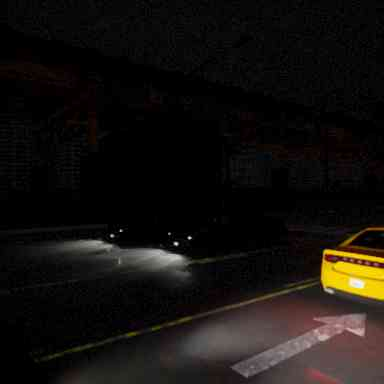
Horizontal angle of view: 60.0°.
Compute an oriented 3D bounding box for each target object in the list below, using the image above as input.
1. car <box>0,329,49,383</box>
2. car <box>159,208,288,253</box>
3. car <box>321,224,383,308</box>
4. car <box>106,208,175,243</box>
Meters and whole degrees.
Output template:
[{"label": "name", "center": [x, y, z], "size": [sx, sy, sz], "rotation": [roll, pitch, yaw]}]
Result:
[{"label": "car", "center": [-3.146, 1.614, 1.508], "size": [4.718, 1.301, 1.895], "rotation": [-1, 0, -35]}, {"label": "car", "center": [1.604, 1.482, 13.641], "size": [5.357, 1.411, 2.033], "rotation": [0, 0, -35]}, {"label": "car", "center": [4.874, 1.419, 7.205], "size": [5.008, 1.535, 1.882], "rotation": [-1, 0, -35]}, {"label": "car", "center": [-1.275, 1.489, 15.899], "size": [5.357, 1.411, 2.033], "rotation": [0, 0, -35]}]
